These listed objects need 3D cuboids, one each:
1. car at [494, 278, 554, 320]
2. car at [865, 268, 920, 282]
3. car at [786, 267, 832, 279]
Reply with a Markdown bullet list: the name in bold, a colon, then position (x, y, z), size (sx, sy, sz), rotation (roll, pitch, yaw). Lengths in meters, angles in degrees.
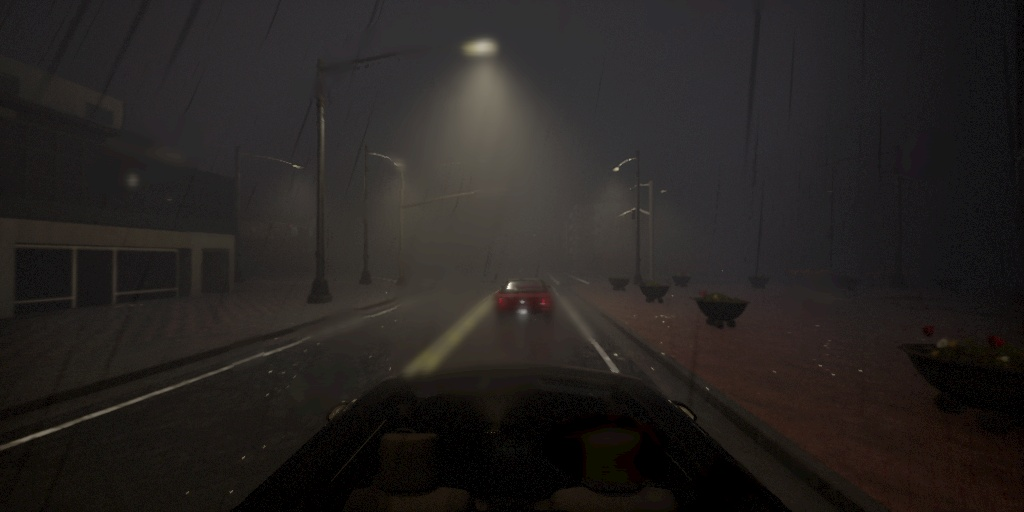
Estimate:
- **car**: position (0.511, 1.469, 13.160), size (1.895, 1.301, 4.718), rotation (0, -1, 4)
- **car**: position (44.412, 2.183, 41.958), size (5.008, 1.535, 1.882), rotation (1, -1, 3)
- **car**: position (37.874, 2.119, 45.806), size (5.008, 1.535, 1.882), rotation (1, -1, 3)
